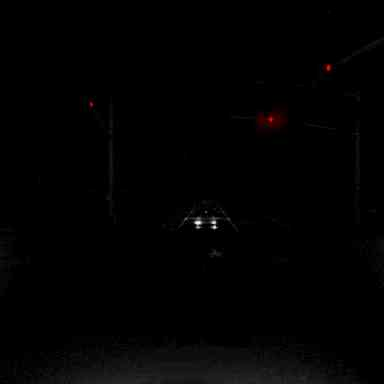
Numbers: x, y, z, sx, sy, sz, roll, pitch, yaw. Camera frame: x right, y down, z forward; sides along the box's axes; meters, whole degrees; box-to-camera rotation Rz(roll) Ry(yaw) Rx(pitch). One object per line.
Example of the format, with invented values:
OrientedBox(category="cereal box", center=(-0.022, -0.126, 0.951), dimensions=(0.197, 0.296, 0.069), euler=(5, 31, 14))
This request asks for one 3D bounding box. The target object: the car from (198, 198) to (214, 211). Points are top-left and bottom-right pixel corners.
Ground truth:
OrientedBox(category="car", center=(1.776, 1.470, 40.647), dimensions=(1.837, 1.490, 4.892), euler=(0, 0, 3))

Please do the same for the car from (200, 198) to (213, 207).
OrientedBox(category="car", center=(2.265, 1.566, 50.784), dimensions=(1.895, 1.301, 4.718), euler=(0, 0, 3))

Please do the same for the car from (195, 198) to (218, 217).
OrientedBox(category="car", center=(1.349, 1.491, 31.492), dimensions=(1.812, 1.442, 4.674), euler=(0, 0, 3))
